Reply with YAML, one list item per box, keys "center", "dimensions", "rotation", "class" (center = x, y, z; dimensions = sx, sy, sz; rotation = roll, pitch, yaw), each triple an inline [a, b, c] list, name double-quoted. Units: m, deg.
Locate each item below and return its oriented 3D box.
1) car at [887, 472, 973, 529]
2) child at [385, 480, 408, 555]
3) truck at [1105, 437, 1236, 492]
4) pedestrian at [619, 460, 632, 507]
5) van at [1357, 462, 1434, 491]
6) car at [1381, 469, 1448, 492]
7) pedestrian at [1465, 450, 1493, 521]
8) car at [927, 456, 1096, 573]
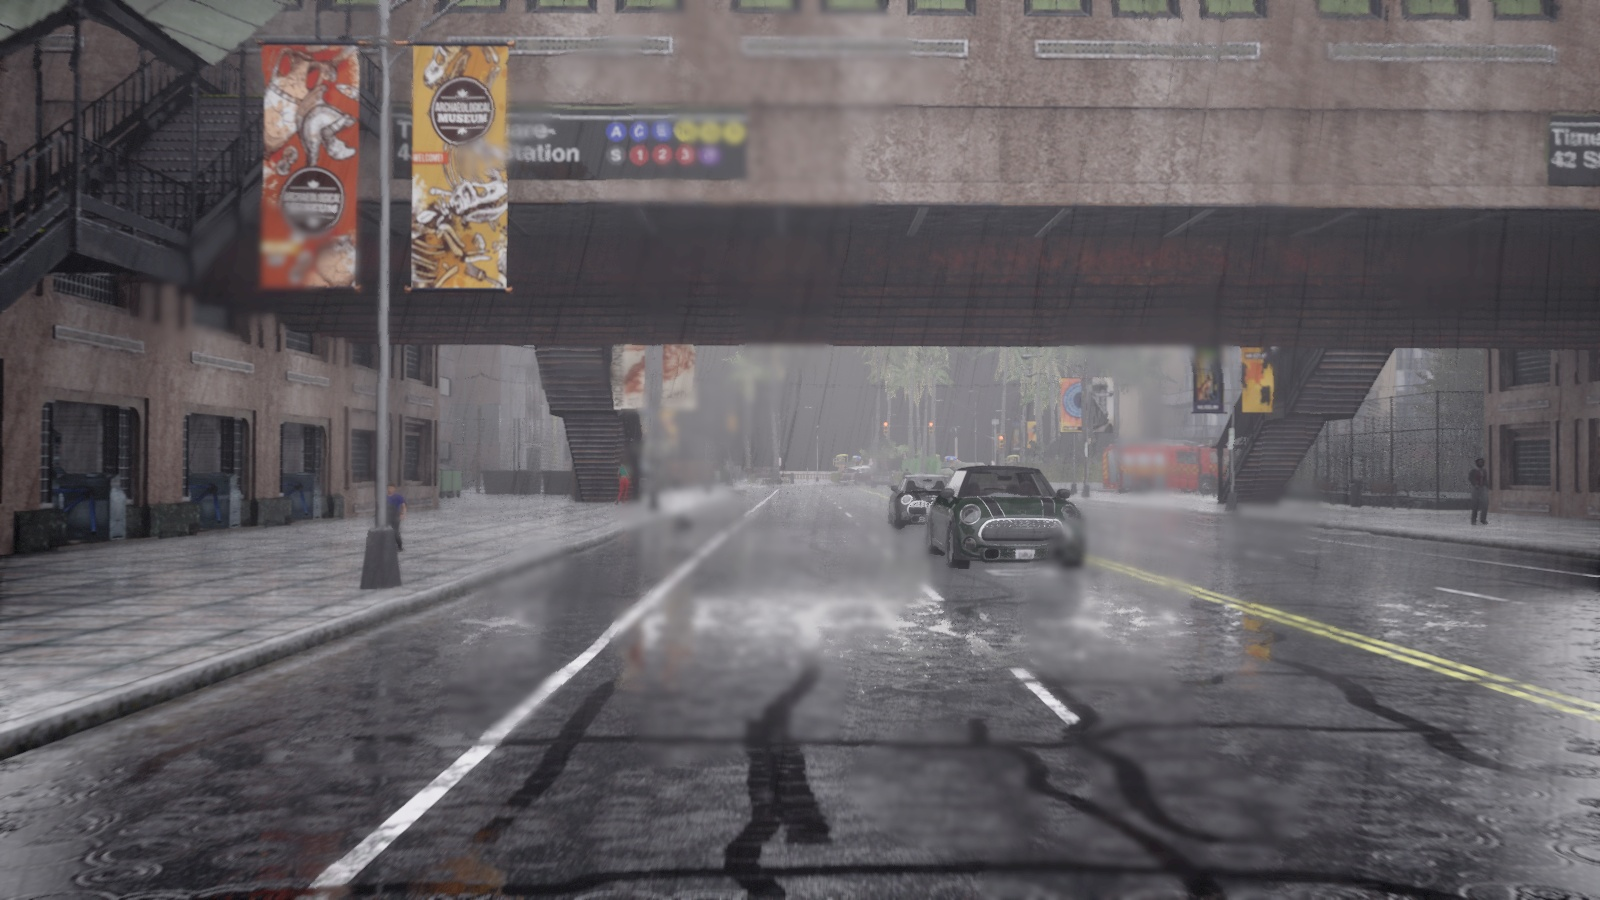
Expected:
- center: [3.485, 1.341, 34.316]
  dimensions: [1.970, 1.475, 3.806]
  rotation: [0, -1, 0]
  class: "car"
- center: [-6.836, 1.135, 21.272]
  dimensions: [0.270, 1.263, 0.437]
  rotation: [0, -1, -5]
  class: "child"
- center: [26.216, 1.034, 88.939]
  dimensions: [8.468, 3.827, 2.891]
  rotation: [0, -1, -13]
  class: "truck"
- center: [-6.961, 1.339, 50.170]
  dimensions: [0.345, 1.836, 0.594]
  rotation: [0, -1, 12]
  class: "pedestrian"
- center: [42.321, 1.863, 89.279]
  dimensions: [4.480, 2.038, 2.069]
  rotation: [0, -1, -1]
  class: "van"
- center: [41.926, 2.061, 85.771]
  dimensions: [3.705, 1.549, 1.789]
  rotation: [0, -1, -1]
  class: "car"
- center: [18.530, 0.971, 34.276]
  dimensions: [0.402, 1.930, 0.666]
  rotation: [0, -1, 3]
  class: "pedestrian"
- center: [3.449, 1.017, 21.394]
  dimensions: [2.097, 1.767, 4.553]
  rotation: [0, -1, 0]
  class: "car"
